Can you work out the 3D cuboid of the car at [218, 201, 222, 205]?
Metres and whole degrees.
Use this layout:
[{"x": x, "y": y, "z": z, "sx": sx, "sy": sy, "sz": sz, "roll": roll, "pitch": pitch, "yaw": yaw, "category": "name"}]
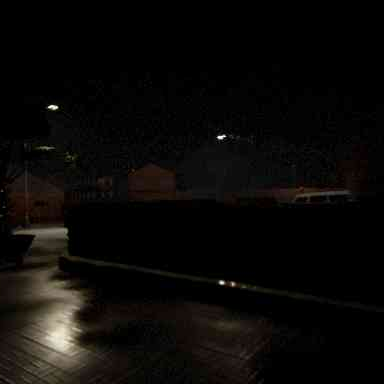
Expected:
[{"x": 1.900, "y": 1.698, "z": 36.507, "sx": 1.882, "sy": 1.535, "sz": 5.008, "roll": -1, "pitch": 0, "yaw": 36, "category": "car"}]
